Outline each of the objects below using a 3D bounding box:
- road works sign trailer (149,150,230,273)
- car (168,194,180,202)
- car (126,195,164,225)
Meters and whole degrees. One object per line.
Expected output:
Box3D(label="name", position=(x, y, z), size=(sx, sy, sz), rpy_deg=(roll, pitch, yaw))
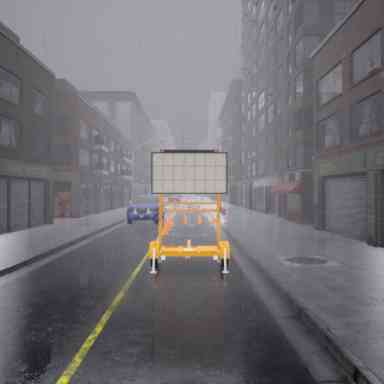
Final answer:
Box3D(label="road works sign trailer", position=(-0.081, 0.464, 10.627), size=(2.380, 3.560, 2.880), rpy_deg=(0, 0, 0))
Box3D(label="car", position=(-3.534, 1.208, 65.351), size=(2.150, 2.045, 5.566), rpy_deg=(0, 0, 0))
Box3D(label="car", position=(-3.288, 1.218, 24.309), size=(2.150, 2.045, 5.566), rpy_deg=(0, 0, 0))
